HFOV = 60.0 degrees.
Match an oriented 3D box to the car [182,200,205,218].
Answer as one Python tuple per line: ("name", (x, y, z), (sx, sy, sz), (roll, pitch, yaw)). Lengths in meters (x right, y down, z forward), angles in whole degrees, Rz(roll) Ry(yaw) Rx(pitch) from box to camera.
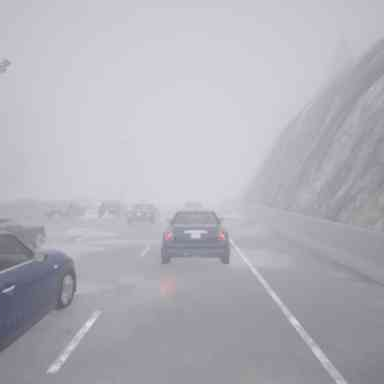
("car", (0.128, 1.483, 29.802), (1.994, 1.385, 4.181), (0, 0, 0))

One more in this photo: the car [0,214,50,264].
("car", (-6.888, 1.569, 11.523), (1.895, 1.301, 4.718), (0, 0, 0))

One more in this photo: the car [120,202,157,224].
("car", (-3.377, 1.483, 23.757), (2.033, 1.411, 5.357), (0, 0, 0))

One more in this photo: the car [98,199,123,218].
("car", (-6.872, 1.425, 29.278), (1.837, 1.490, 4.892), (0, 0, 0))

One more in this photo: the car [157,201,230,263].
("car", (0.113, 1.319, 11.950), (2.097, 1.767, 4.553), (0, 0, 0))

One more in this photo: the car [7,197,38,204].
("car", (-20.992, 1.381, 41.335), (2.128, 1.511, 4.902), (0, 0, 1))

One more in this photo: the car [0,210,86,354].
("car", (-3.395, 1.338, 4.916), (2.097, 1.767, 4.553), (0, 0, 0))

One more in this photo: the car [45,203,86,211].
("car", (-10.374, 1.526, 27.663), (1.895, 1.301, 4.718), (0, 0, 0))
